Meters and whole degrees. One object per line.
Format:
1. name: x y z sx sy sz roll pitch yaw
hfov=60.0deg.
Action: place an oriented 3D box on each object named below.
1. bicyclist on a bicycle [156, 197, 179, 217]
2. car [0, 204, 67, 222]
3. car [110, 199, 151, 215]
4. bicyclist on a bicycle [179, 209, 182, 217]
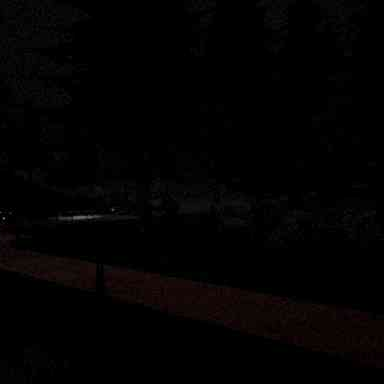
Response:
1. bicyclist on a bicycle: -2.144 1.253 27.089 1.656 1.620 0.582 -1 0 15
2. car: -12.402 1.601 26.084 1.895 1.301 4.718 0 0 35
3. car: -6.336 1.491 34.560 2.128 1.511 4.902 0 0 36
4. bicyclist on a bicycle: -1.582 1.253 27.571 1.656 1.620 0.582 -1 0 22
